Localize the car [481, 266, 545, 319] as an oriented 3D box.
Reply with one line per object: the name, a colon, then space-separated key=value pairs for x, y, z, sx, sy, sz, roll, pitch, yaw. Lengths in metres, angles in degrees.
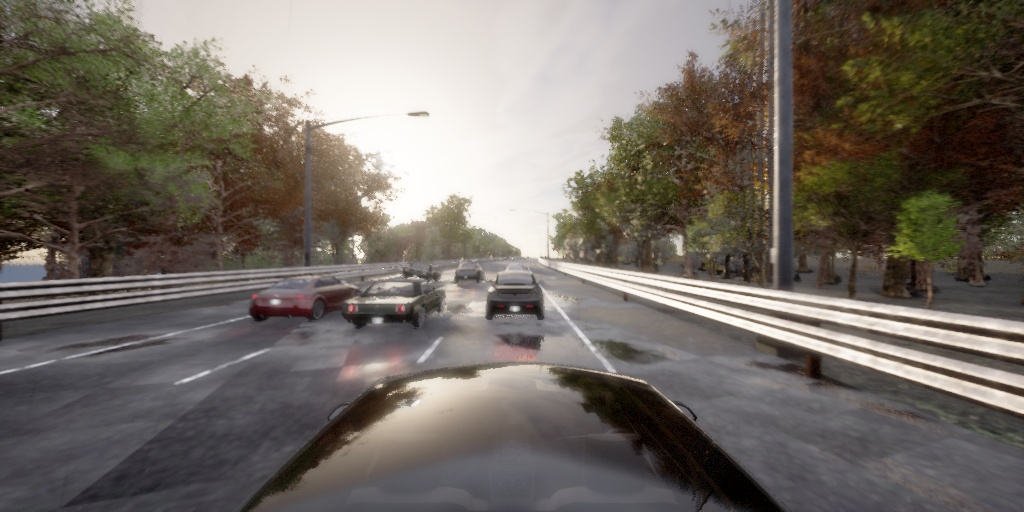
car: x=0.118 y=1.279 z=12.915 sx=1.837 sy=1.490 sz=4.892 roll=0 pitch=0 yaw=1

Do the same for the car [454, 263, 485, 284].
car: x=-3.215 y=1.284 z=27.792 sx=2.128 sy=1.511 sz=4.902 roll=0 pitch=0 yaw=1

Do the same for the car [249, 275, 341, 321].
car: x=-6.887 y=1.332 z=12.492 sx=1.994 sy=1.385 sz=4.181 roll=0 pitch=0 yaw=1

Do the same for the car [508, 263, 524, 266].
car: x=0.294 y=1.318 z=28.755 sx=1.812 sy=1.442 sz=4.674 roll=0 pitch=0 yaw=1

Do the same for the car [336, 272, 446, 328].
car: x=-3.403 y=1.370 z=11.391 sx=1.895 sy=1.301 sz=4.718 roll=0 pitch=0 yaw=1

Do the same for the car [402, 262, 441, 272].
car: x=-6.624 y=1.195 z=27.015 sx=1.895 sy=1.301 sz=4.718 roll=13 pitch=-2 yaw=1
